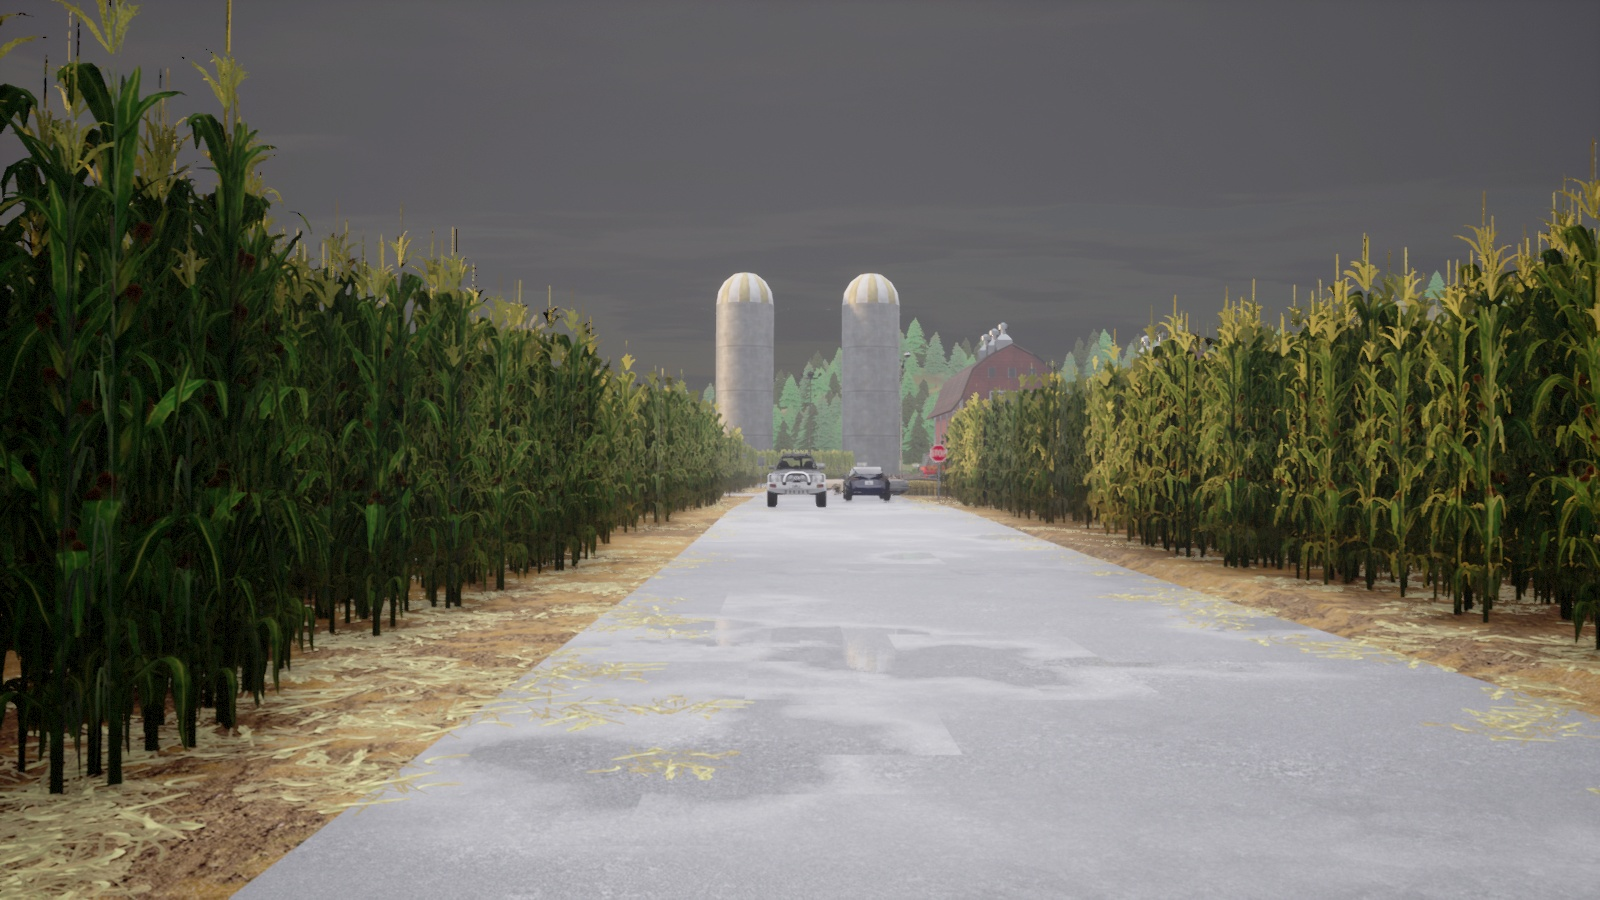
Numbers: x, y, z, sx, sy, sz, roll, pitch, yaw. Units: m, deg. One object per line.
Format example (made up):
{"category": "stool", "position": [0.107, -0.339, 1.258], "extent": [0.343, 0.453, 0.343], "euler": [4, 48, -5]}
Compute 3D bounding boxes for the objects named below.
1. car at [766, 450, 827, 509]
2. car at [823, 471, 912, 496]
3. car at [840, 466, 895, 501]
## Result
{"category": "car", "position": [-0.108, 0.971, 41.960], "extent": [1.932, 1.855, 4.605], "euler": [0, -1, 0]}
{"category": "car", "position": [3.677, 1.828, 68.758], "extent": [4.718, 1.301, 1.895], "euler": [-1, -1, 41]}
{"category": "car", "position": [2.957, 1.458, 56.136], "extent": [2.163, 1.488, 4.792], "euler": [0, -1, 0]}
